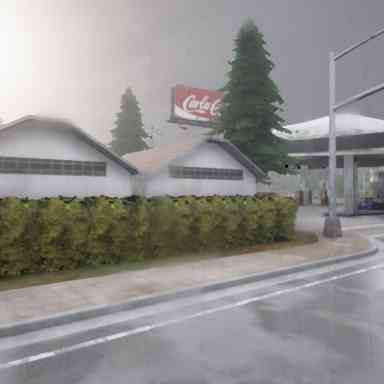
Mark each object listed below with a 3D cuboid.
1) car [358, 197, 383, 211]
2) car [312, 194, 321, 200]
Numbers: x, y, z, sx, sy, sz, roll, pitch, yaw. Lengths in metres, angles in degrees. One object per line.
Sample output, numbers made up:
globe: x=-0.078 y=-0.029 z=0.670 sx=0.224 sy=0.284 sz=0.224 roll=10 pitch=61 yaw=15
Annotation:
car: x=21.660 y=1.469 z=39.887 sx=4.611 sy=1.667 sz=2.242 roll=0 pitch=0 yaw=-36
car: x=32.751 y=1.309 z=89.375 sx=2.152 sy=1.636 sz=5.027 roll=0 pitch=0 yaw=-36
